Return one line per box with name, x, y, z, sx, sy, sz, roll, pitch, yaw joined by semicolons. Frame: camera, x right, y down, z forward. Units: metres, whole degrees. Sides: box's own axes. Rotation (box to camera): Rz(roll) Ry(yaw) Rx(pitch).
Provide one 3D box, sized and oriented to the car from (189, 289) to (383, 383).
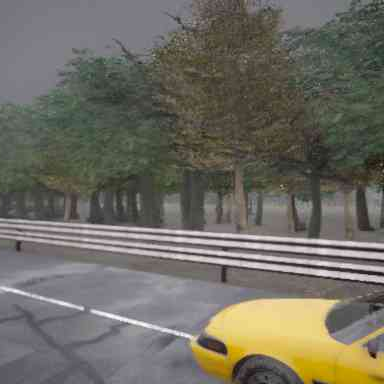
car;2.549;1.585;3.220;5.366;1.575;1.801;0;-2;31
